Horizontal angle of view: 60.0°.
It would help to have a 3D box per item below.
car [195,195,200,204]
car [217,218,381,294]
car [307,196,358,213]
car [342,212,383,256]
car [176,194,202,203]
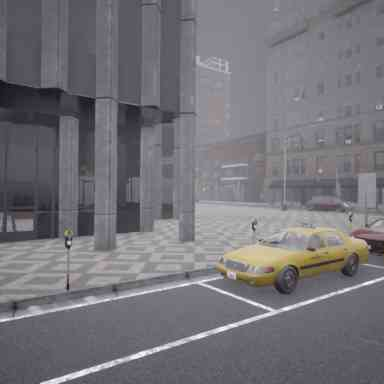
[{"bbox_3d":[-1.159,1.144,53.592,2.033,1.411,5.357,1,0,-35],"label":"car"},{"bbox_3d":[2.841,1.527,8.790,4.829,1.417,1.752,0,1,-36],"label":"car"},{"bbox_3d":[13.675,1.185,32.530,2.097,1.767,4.553,1,0,-35],"label":"car"},{"bbox_3d":[7.555,1.547,12.160,4.507,1.381,1.887,0,1,-36],"label":"car"},{"bbox_3d":[-0.593,1.088,58.195,2.128,1.511,4.902,1,0,-35],"label":"car"}]
